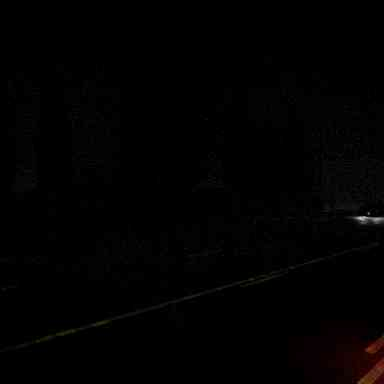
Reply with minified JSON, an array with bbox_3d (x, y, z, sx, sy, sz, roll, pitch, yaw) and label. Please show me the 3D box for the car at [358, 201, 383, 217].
[{"bbox_3d":[17.507,1.586,31.846,2.033,1.411,5.357,0,0,39],"label":"car"}]
